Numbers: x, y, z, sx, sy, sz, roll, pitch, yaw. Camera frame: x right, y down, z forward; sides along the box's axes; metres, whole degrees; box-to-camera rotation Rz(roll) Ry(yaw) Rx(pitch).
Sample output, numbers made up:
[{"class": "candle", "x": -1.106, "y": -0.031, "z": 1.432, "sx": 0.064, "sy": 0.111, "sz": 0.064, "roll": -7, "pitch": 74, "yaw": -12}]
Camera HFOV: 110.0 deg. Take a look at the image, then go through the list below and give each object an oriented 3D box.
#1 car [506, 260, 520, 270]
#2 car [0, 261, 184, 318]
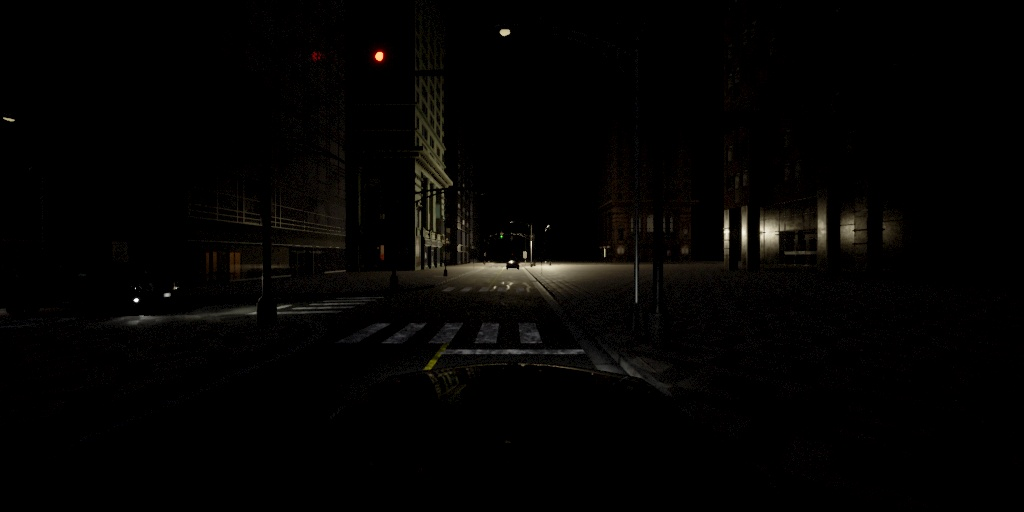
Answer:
[{"class": "car", "x": 0.113, "y": 1.338, "z": 53.471, "sx": 1.994, "sy": 1.385, "sz": 4.181, "roll": 0, "pitch": 0, "yaw": 0}, {"class": "car", "x": -16.104, "y": 1.195, "z": 13.851, "sx": 5.566, "sy": 2.045, "sz": 2.150, "roll": -1, "pitch": 0, "yaw": 0}]
